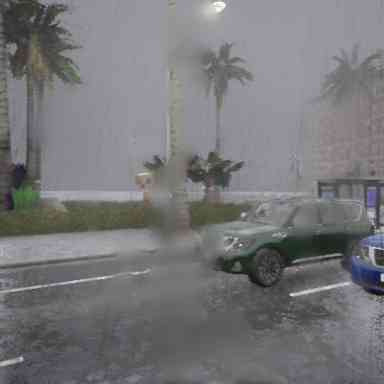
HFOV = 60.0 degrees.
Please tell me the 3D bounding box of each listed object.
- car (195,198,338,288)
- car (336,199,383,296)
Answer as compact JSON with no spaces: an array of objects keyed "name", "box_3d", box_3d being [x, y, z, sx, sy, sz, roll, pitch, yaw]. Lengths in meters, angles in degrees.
[{"name":"car","box_3d":[2.816,1.208,9.476,5.566,2.045,2.150,0,0,-29]},{"name":"car","box_3d":[6.019,1.226,7.255,5.566,2.045,2.150,0,0,-27]}]
